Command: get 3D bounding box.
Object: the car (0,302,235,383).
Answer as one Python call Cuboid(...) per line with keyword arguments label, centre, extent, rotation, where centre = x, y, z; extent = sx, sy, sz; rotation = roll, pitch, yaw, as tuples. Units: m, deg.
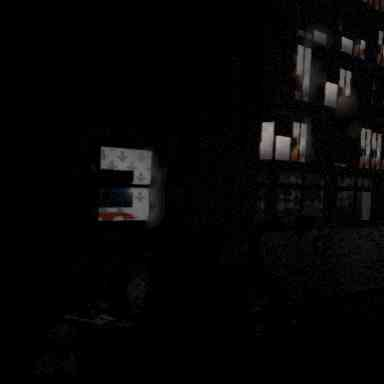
Cuboid(label="car", centre=(-1.722, 1.410, 1.523), extent=(4.403, 1.369, 2.008), rotation=(1, 3, -30))
